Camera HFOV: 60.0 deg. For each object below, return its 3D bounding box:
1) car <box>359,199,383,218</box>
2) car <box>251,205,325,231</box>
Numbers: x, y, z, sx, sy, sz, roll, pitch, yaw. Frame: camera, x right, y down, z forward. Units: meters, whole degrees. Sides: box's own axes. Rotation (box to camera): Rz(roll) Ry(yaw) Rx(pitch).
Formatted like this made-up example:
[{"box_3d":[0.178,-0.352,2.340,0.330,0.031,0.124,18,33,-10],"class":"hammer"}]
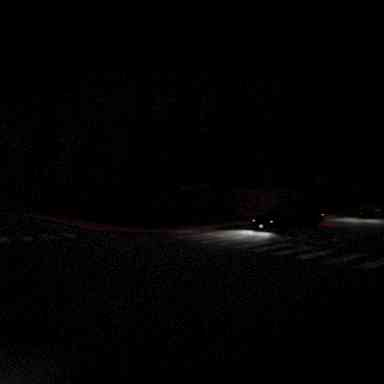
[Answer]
[{"box_3d":[16.052,1.331,28.156,5.008,1.535,1.882,-1,0,-37],"class":"car"},{"box_3d":[6.074,1.542,20.661,5.357,1.411,2.033,-1,0,-37],"class":"car"}]
